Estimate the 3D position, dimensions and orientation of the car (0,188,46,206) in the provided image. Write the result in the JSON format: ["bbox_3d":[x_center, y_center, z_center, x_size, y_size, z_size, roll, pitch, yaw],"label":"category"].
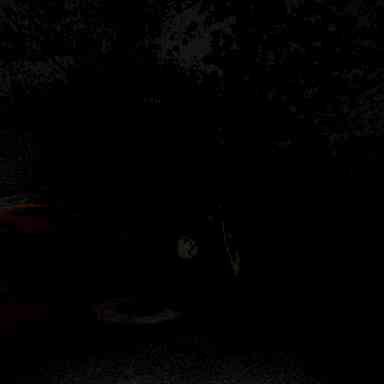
[{"bbox_3d":[-16.749,0.474,31.879,4.792,1.488,2.163,1,2,-30],"label":"car"}]

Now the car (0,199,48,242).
[{"bbox_3d":[-6.980,1.279,15.292,5.008,1.535,2.097,1,2,-30],"label":"car"}]

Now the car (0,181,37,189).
[{"bbox_3d":[-15.288,0.314,29.514,5.566,2.045,2.435,1,2,-30],"label":"car"}]

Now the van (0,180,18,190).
[{"bbox_3d":[-41.850,-1.567,74.906,4.442,1.987,1.878,1,1,-30],"label":"van"}]

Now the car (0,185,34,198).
[{"bbox_3d":[-23.724,-0.096,43.822,5.008,1.535,2.097,1,1,-30],"label":"car"}]

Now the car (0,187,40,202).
[{"bbox_3d":[-19.566,0.237,36.788,4.792,1.488,2.163,1,2,-30],"label":"car"}]

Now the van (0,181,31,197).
[{"bbox_3d":[-25.023,-0.416,46.260,4.442,1.987,1.878,1,1,-30],"label":"van"}]

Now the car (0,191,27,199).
[{"bbox_3d":[-8.347,1.034,17.694,4.553,1.767,2.185,1,2,-30],"label":"car"}]

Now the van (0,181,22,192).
[{"bbox_3d":[-34.902,-1.092,63.078,4.442,1.987,1.878,1,1,-30],"label":"van"}]

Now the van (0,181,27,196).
[{"bbox_3d":[-26.626,-0.516,48.529,4.442,1.987,1.878,1,1,-30],"label":"van"}]

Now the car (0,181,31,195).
[{"bbox_3d":[-27.951,-0.636,50.960,5.566,2.045,2.435,1,1,-30],"label":"car"}]

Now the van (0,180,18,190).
[{"bbox_3d":[-40.511,-1.476,72.627,4.442,1.987,1.878,1,1,-30],"label":"van"}]

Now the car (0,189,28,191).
[{"bbox_3d":[-12.679,0.798,24.640,5.366,1.575,1.946,1,2,-30],"label":"car"}]

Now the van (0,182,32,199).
[{"bbox_3d":[-22.404,-0.224,41.358,4.442,1.987,1.878,1,2,-31],"label":"van"}]

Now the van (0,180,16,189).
[{"bbox_3d":[-43.521,-1.671,77.289,4.442,1.987,1.878,1,1,-30],"label":"van"}]

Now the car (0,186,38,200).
[{"bbox_3d":[-20.901,0.134,39.063,4.792,1.488,2.163,1,2,-30],"label":"car"}]
